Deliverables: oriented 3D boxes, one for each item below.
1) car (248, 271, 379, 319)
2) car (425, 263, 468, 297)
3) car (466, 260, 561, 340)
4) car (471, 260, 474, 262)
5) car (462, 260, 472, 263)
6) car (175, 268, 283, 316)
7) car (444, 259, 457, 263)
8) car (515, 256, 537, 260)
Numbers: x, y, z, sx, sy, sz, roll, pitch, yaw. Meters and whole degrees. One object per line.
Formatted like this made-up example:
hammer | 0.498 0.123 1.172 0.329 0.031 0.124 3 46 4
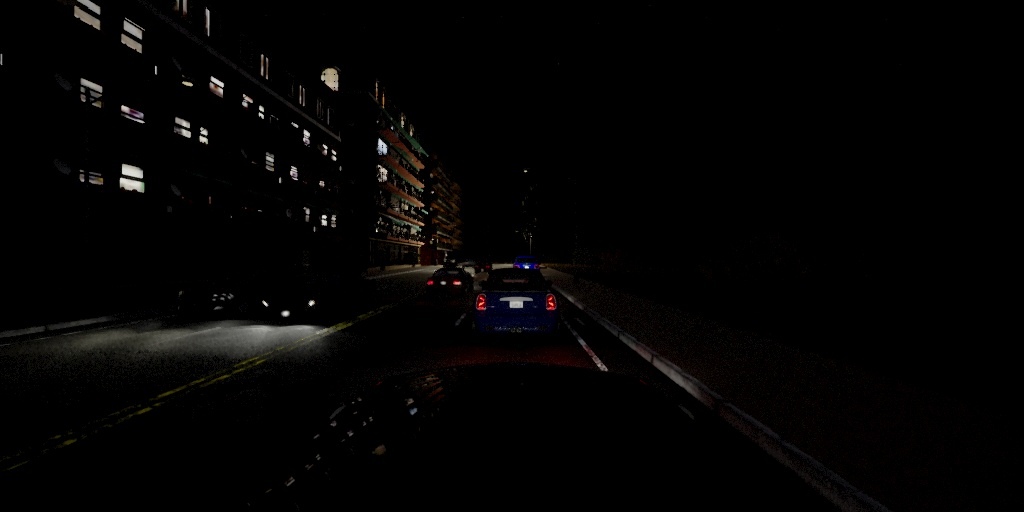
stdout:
car | -6.603 1.300 13.114 2.033 1.411 5.357 0 0 0
car | -3.149 1.300 18.940 2.033 1.411 5.357 0 0 0
car | 0.099 1.103 10.137 2.097 1.767 4.553 0 0 0
car | -3.147 1.279 40.499 1.812 1.442 4.674 0 0 0
car | -6.588 1.278 54.992 1.812 1.442 4.674 0 0 0
car | -9.850 1.229 13.561 1.882 1.535 5.008 0 0 0
car | -9.833 1.243 57.138 2.128 1.511 4.902 0 0 0
car | 1.139 0.979 30.091 2.150 2.045 5.566 0 0 0
